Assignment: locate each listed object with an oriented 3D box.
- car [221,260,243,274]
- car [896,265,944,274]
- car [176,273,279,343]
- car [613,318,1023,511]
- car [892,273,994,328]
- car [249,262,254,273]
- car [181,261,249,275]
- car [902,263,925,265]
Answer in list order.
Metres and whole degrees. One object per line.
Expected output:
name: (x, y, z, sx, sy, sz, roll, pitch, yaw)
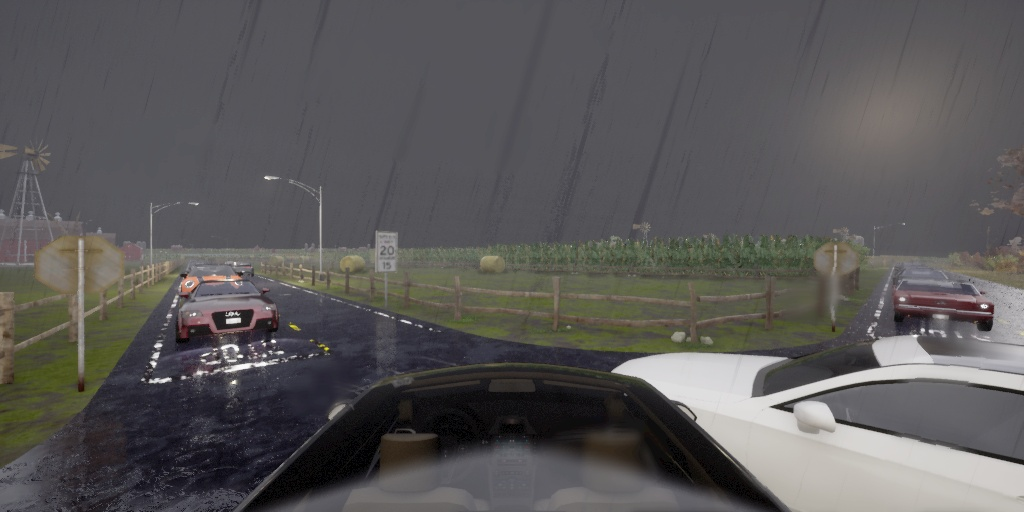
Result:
car: (-33.704, 1.300, 43.131, 1.837, 1.490, 4.892, 0, 0, -41)
car: (20.594, 1.361, 18.000, 5.357, 1.411, 2.033, 0, 1, -43)
car: (-7.941, 1.354, 9.961, 1.994, 1.385, 4.181, 0, 0, -43)
car: (2.838, 1.294, 2.375, 1.812, 1.442, 4.674, 0, 1, -44)
car: (13.517, 1.397, 11.437, 4.718, 1.301, 1.895, 0, 1, -43)
car: (-26.983, 1.280, 35.673, 2.128, 1.511, 4.902, 0, 0, -41)
car: (-13.718, 1.138, 16.444, 2.097, 1.767, 4.553, 0, 0, -42)
car: (27.349, 1.398, 24.255, 4.181, 1.385, 1.994, 0, 1, -43)
